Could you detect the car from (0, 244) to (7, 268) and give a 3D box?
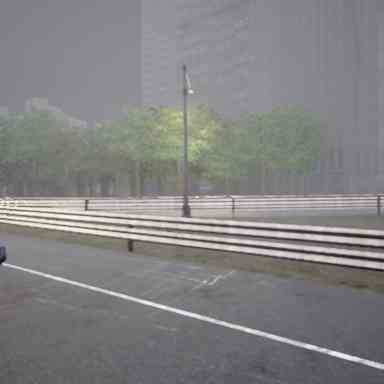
[{"bbox_3d":[-7.067,1.536,9.022,4.718,1.301,1.895,0,0,36],"label":"car"}]
